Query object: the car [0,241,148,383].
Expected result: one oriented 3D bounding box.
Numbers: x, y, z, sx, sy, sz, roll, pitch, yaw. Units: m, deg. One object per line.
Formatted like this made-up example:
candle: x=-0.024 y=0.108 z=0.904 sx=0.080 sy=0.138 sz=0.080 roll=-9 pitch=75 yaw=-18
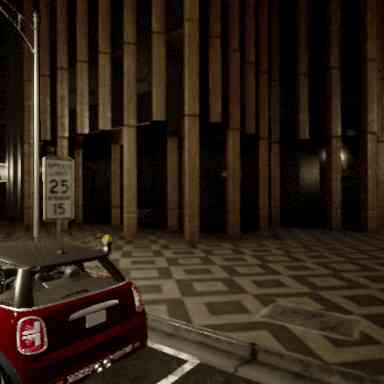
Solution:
car: x=-2.655 y=1.446 z=4.859 sx=4.097 sy=1.590 sz=1.967 roll=0 pitch=0 yaw=36
